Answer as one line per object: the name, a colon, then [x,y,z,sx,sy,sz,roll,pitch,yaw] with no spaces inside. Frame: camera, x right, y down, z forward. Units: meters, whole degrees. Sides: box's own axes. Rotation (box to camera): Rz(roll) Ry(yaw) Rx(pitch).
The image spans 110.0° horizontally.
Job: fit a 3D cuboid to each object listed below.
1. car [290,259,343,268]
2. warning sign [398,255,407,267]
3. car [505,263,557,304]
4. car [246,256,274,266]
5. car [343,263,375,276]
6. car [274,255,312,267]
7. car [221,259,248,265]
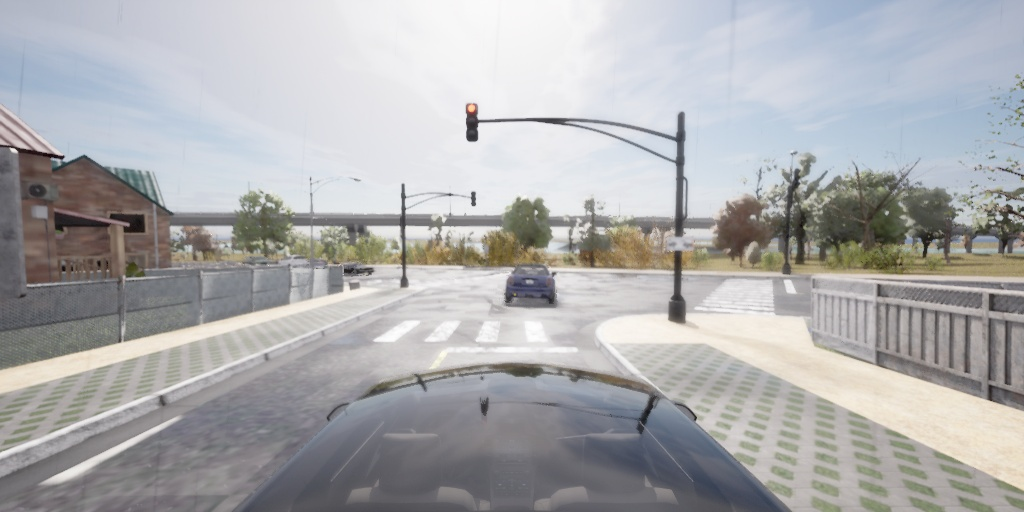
car: [-18.861,1.345,34.495,4.902,1.511,2.128,0,2,36]
warning sign: [-14.246,0.496,46.852,1.060,1.860,1.300,0,0,36]
car: [1.007,1.120,16.833,2.097,1.767,4.553,2,0,7]
car: [-36.344,1.051,51.308,5.566,2.045,2.150,-1,2,37]
car: [-16.004,1.326,36.436,4.718,1.301,1.895,0,2,36]
car: [-31.888,0.906,52.162,5.566,2.045,2.150,0,2,37]
car: [-38.083,1.456,48.564,4.892,1.490,1.837,-1,2,37]
